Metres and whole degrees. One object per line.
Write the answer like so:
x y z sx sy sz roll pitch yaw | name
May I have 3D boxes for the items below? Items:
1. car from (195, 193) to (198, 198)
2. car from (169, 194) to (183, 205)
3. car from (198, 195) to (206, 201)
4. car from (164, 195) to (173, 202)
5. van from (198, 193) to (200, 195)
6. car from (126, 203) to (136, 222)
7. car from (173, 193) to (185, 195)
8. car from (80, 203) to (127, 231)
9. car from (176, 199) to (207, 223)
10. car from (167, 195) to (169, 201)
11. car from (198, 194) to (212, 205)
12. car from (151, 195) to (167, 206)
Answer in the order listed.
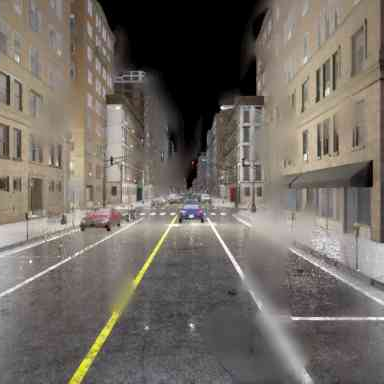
2.499 1.299 79.877 2.192 1.841 5.009 0 0 0 | car
-2.937 1.536 58.328 2.033 1.411 5.357 0 0 0 | car
2.490 1.549 85.283 1.947 1.339 4.313 0 0 0 | car
-5.561 1.509 79.691 1.752 1.417 4.829 0 0 0 | car
2.524 1.329 63.658 1.690 1.788 3.998 0 0 0 | van
-5.435 1.549 25.954 2.008 1.369 4.403 0 0 0 | car
-2.886 1.509 74.101 1.812 1.442 4.674 0 0 0 | car
-5.425 1.581 20.273 1.802 1.307 4.206 0 0 0 | car
-0.029 1.524 25.417 1.812 1.442 4.674 0 0 0 | car
-5.501 1.515 58.066 1.752 1.417 4.829 0 0 0 | car
2.533 1.540 58.252 2.008 1.369 4.403 0 0 0 | car
-5.487 1.541 52.830 2.008 1.369 4.403 0 0 0 | car
